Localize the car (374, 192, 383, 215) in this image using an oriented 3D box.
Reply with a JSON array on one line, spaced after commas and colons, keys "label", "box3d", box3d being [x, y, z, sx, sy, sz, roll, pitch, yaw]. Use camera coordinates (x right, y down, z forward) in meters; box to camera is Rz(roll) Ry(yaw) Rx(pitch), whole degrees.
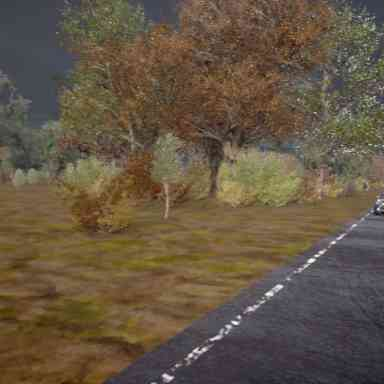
[{"label": "car", "box3d": [14.647, 0.767, 24.274, 2.097, 1.767, 4.553, 3, 3, 33]}]
